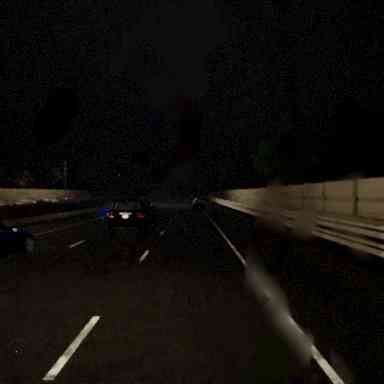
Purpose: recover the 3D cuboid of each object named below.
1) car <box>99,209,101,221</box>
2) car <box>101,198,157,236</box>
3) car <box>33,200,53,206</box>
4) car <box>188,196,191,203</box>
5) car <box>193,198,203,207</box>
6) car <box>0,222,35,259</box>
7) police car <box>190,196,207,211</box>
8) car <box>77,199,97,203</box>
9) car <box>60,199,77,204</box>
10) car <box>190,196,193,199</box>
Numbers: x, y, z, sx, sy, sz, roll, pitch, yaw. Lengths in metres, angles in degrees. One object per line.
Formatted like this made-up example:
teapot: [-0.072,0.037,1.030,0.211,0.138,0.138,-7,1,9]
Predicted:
car: [-6.907,1.719,29.920,1.882,1.535,5.008,0,0,0]
car: [-3.404,1.381,19.717,2.150,2.045,5.566,0,0,0]
car: [-24.556,1.990,54.984,1.994,1.385,4.181,0,0,1]
car: [-0.018,1.953,82.079,2.128,1.511,4.902,0,0,0]
car: [1.037,1.921,62.606,1.801,1.575,5.366,0,0,0]
car: [-6.903,1.614,10.788,1.812,1.442,4.674,0,0,0]
police car: [1.040,1.796,46.528,1.930,1.638,5.238,0,0,0]
car: [-17.554,1.944,57.244,1.837,1.490,4.892,0,0,1]
car: [-21.052,1.916,57.077,1.882,1.535,5.008,0,0,1]
car: [1.038,1.892,56.607,1.801,1.575,5.366,0,0,0]
